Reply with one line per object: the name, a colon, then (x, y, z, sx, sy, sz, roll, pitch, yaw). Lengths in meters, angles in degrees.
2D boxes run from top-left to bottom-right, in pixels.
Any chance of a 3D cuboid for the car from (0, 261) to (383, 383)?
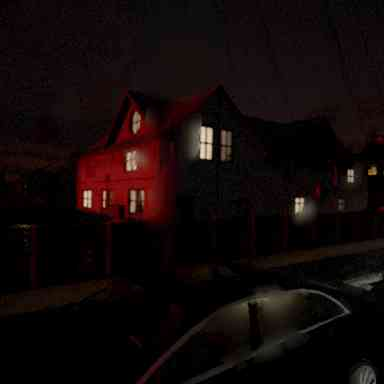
car: (-0.082, 1.508, 3.012, 4.902, 1.511, 2.128, 1, 0, -36)
